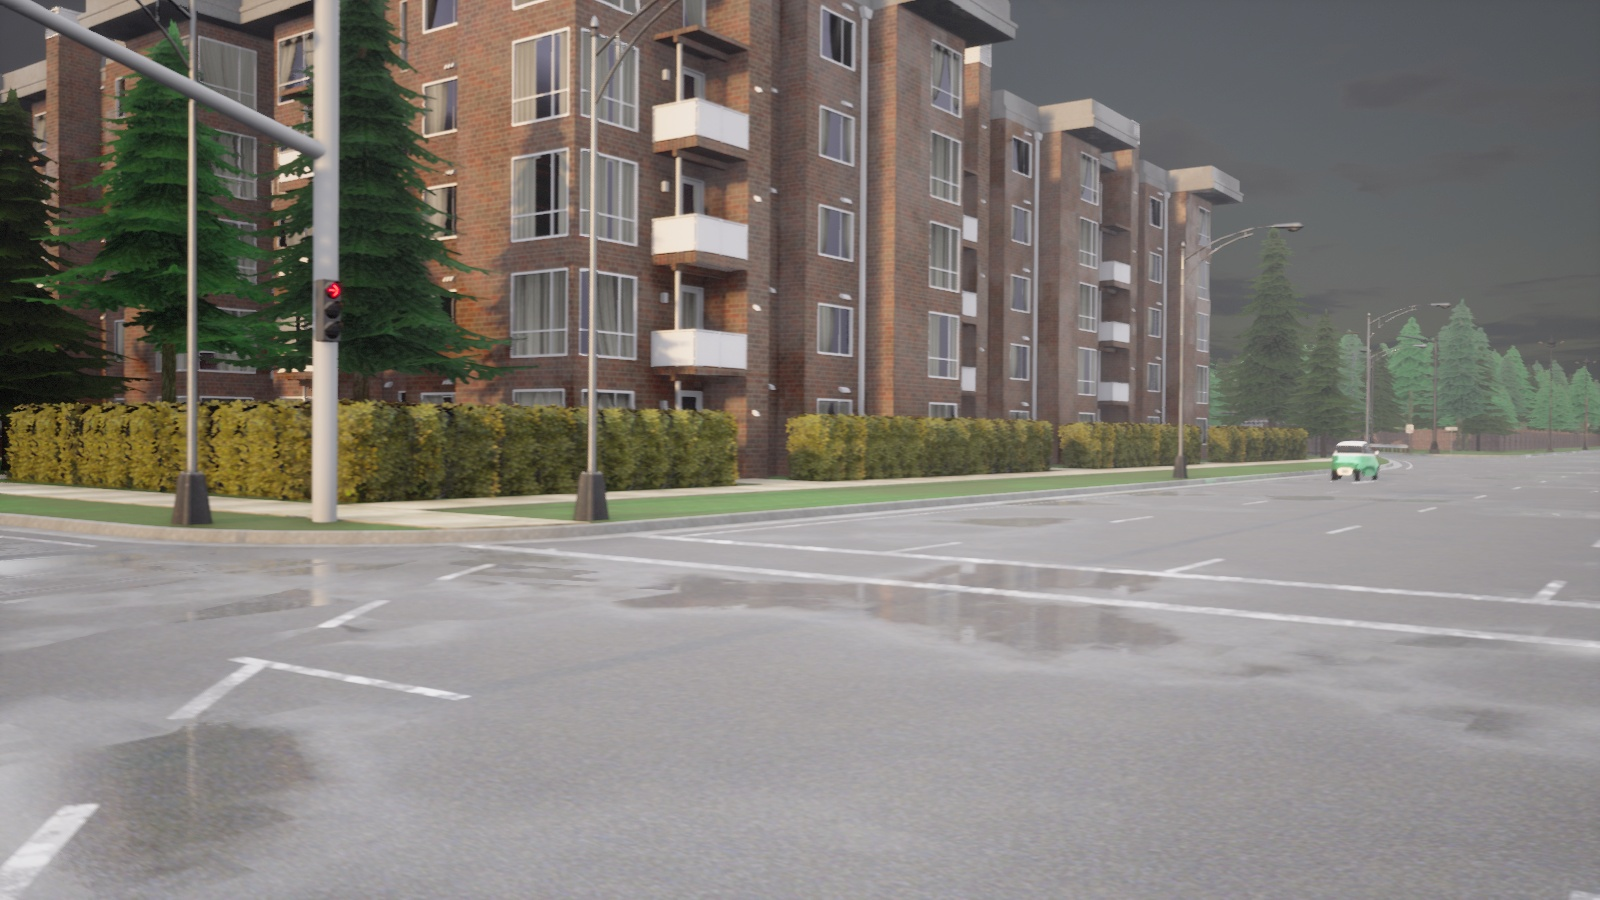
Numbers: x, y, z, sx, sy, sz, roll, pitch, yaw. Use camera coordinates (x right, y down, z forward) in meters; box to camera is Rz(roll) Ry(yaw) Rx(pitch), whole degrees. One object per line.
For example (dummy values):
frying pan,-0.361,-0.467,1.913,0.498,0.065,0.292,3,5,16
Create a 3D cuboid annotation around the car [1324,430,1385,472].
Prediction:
car,19.111,0.021,43.283,1.481,1.376,2.207,0,1,36
